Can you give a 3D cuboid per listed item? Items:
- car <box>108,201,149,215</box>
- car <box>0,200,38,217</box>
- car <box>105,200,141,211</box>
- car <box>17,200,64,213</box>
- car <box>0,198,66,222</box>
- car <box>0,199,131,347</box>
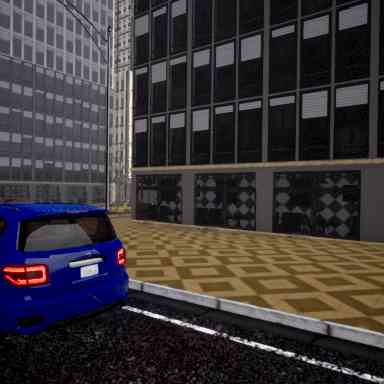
[{"bbox_3d":[-7.308,1.830,38.711,1.752,1.417,4.829,1,0,36],"label":"car"},{"bbox_3d":[-18.391,1.608,33.430,2.128,1.511,4.902,1,0,36],"label":"car"},{"bbox_3d":[-9.421,1.850,45.582,1.895,1.301,4.718,1,0,36],"label":"car"},{"bbox_3d":[-17.603,1.643,38.875,1.752,1.417,4.829,1,0,36],"label":"car"},{"bbox_3d":[-14.106,1.519,29.500,2.192,1.841,5.009,1,0,36],"label":"car"},{"bbox_3d":[-3.659,1.218,6.292,5.566,2.045,2.150,0,0,35],"label":"car"}]
